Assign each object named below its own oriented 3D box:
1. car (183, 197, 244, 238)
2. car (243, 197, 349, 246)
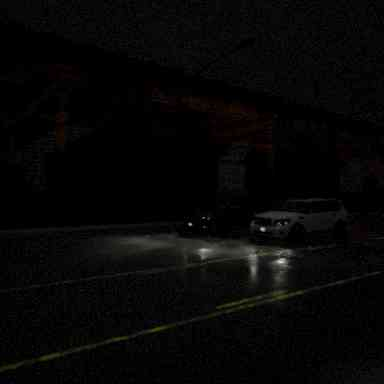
[{"bbox_3d":[2.192,1.292,18.283,5.566,2.045,2.150,1,0,-35],"label":"car"},{"bbox_3d":[5.394,1.314,16.245,5.566,2.045,2.150,1,0,-35],"label":"car"}]
